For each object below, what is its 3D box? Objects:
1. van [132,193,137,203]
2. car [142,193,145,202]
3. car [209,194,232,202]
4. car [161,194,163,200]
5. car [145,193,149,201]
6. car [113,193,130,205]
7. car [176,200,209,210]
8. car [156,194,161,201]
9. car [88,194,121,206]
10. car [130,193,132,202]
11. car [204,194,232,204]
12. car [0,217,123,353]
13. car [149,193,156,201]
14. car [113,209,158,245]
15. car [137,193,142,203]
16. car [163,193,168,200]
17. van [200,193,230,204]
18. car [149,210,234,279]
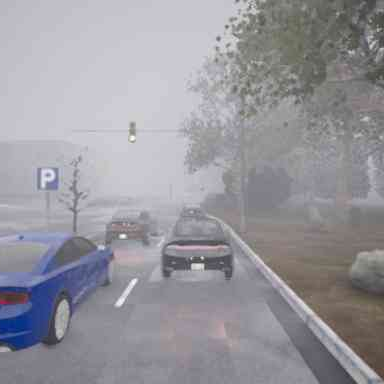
[{"bbox_3d":[-13.305,1.216,63.277,4.442,1.987,1.878,-1,0,-14],"label":"van"},{"bbox_3d":[-12.710,1.495,69.244,4.674,1.452,2.002,-1,0,-13],"label":"car"},{"bbox_3d":[6.383,1.277,74.575,4.553,1.767,2.185,1,0,-12],"label":"car"},{"bbox_3d":[-10.665,1.483,84.214,5.008,1.535,2.097,-1,-1,-12],"label":"car"},{"bbox_3d":[-12.341,1.501,72.246,4.674,1.452,2.002,-1,-1,-13],"label":"car"},{"bbox_3d":[-13.858,1.425,57.284,5.366,1.575,1.946,-1,0,-15],"label":"car"},{"bbox_3d":[-0.081,1.574,24.901,1.837,1.490,4.892,1,0,-4],"label":"car"},{"bbox_3d":[-11.084,1.225,81.236,5.566,2.045,2.435,-1,-1,-12],"label":"car"},{"bbox_3d":[-14.500,1.462,54.292,4.792,1.488,2.163,-1,0,-15],"label":"car"},{"bbox_3d":[-13.767,1.312,60.237,4.553,1.767,2.185,-1,0,-14],"label":"car"},{"bbox_3d":[4.606,1.259,59.874,4.553,1.767,2.185,1,0,-14],"label":"car"},{"bbox_3d":[-2.873,1.502,6.443,1.882,1.535,5.008,0,0,0],"label":"car"},{"bbox_3d":[-11.531,1.512,78.229,4.674,1.452,2.002,-1,0,-12],"label":"car"},{"bbox_3d":[-2.770,1.564,15.962,1.837,1.490,4.892,0,0,1],"label":"car"},{"bbox_3d":[-13.080,1.450,66.248,4.892,1.521,2.231,-1,-1,-14],"label":"car"},{"bbox_3d":[-9.706,1.493,90.176,5.008,1.535,2.097,-1,0,-11],"label":"car"},{"bbox_3d":[4.225,1.153,56.904,4.442,1.987,1.878,1,0,-14],"label":"van"},{"bbox_3d":[0.155,1.529,10.151,2.128,1.511,4.902,0,0,0],"label":"car"}]
